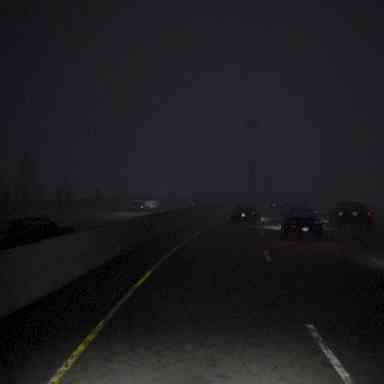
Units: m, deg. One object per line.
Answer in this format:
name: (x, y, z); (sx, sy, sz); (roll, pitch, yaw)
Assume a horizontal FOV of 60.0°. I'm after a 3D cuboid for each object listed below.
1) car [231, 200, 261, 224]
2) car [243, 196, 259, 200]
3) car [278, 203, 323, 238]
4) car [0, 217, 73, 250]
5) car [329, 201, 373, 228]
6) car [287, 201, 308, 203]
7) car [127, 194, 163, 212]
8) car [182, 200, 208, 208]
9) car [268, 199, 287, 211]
car: (4.157, 1.597, 25.284); (1.994, 1.385, 4.181); (0, 0, 16)
car: (9.316, 1.498, 53.184); (2.097, 1.767, 4.553); (0, 0, 33)
car: (5.788, 1.548, 17.782); (1.812, 1.442, 4.674); (0, 0, 12)
car: (-6.153, 1.593, 11.678); (1.895, 1.301, 4.718); (0, 0, 8)
car: (10.614, 1.387, 22.520); (2.097, 1.767, 4.553); (0, 0, 16)
car: (11.754, 1.634, 35.551); (1.994, 1.385, 4.181); (0, 0, 24)
car: (-5.535, 1.293, 40.224); (2.150, 2.045, 5.566); (0, 0, 23)
car: (0.420, 1.698, 44.791); (1.895, 1.301, 4.718); (0, 0, 27)
car: (10.862, 1.596, 41.630); (2.163, 1.488, 4.792); (0, 0, 27)
